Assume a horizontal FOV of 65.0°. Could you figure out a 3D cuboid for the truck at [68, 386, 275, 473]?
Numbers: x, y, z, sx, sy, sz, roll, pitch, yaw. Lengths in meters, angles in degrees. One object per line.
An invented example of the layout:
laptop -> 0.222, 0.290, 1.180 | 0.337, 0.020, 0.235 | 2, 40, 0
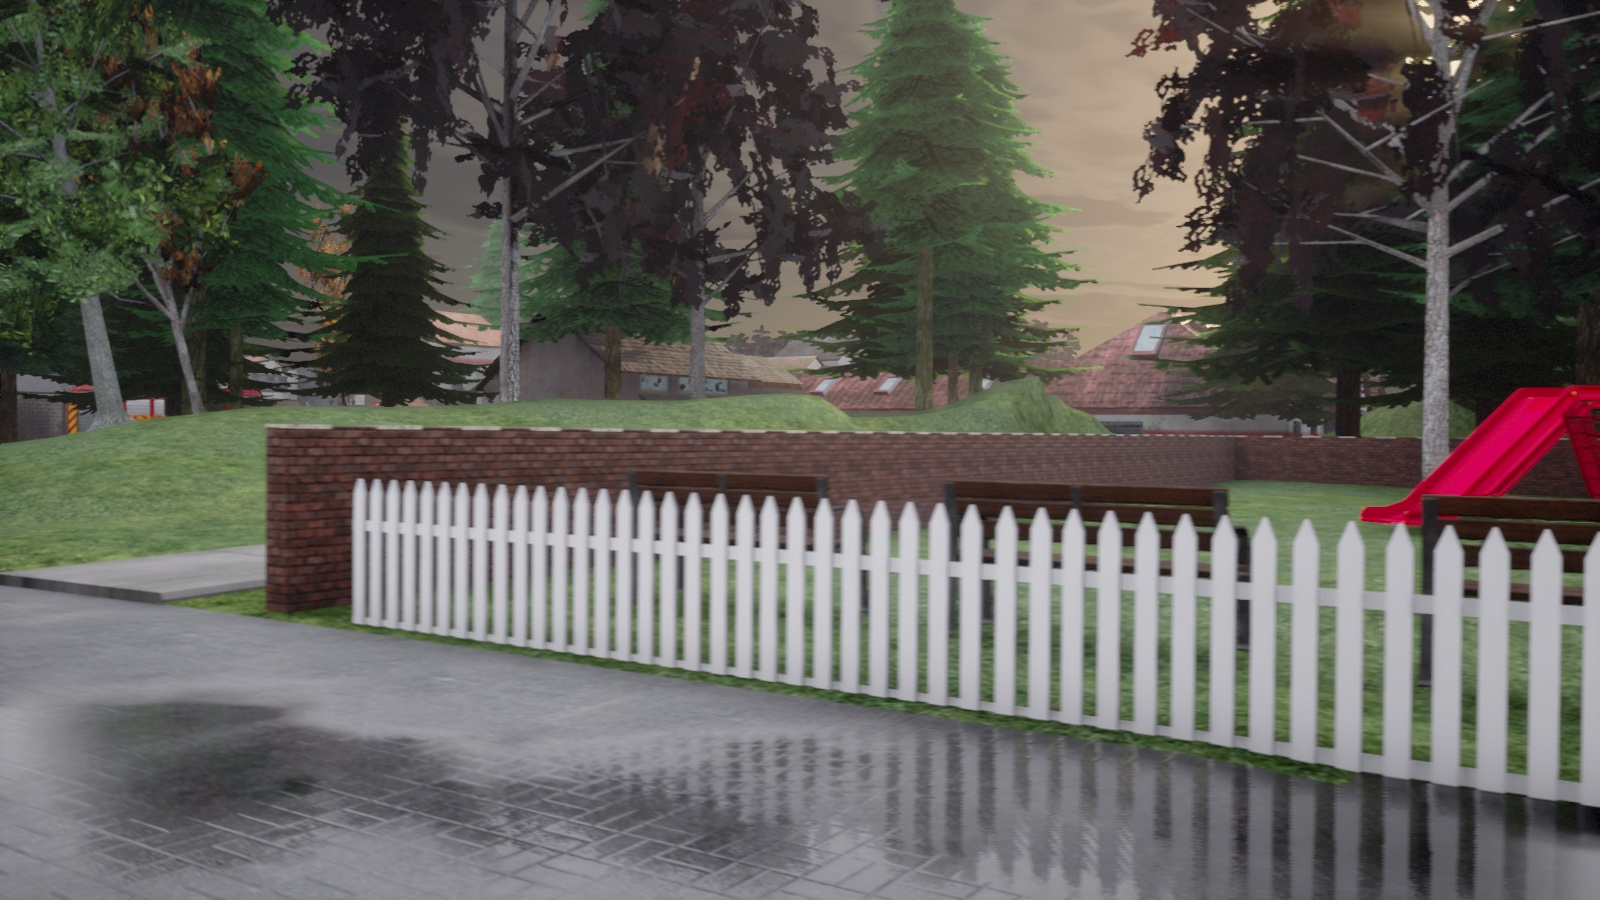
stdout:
truck -> -29.644, -0.980, 59.719 | 2.891, 3.827, 8.468 | 0, 1, 32
